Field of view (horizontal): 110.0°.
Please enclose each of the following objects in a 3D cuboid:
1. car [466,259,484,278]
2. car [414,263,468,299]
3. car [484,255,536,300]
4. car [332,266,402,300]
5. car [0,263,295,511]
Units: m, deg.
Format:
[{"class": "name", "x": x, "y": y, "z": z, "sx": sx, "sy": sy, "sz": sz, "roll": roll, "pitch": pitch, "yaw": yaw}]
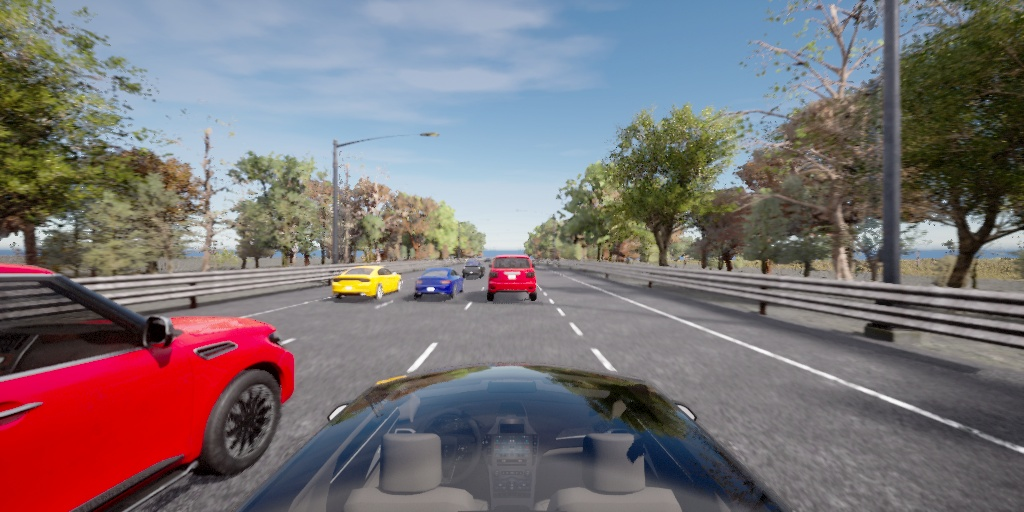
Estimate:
[{"class": "car", "x": -3.505, "y": 1.241, "z": 33.440, "sx": 2.128, "sy": 1.511, "sz": 4.902, "roll": 0, "pitch": 0, "yaw": 0}, {"class": "car", "x": -3.504, "y": 1.275, "z": 17.769, "sx": 1.812, "sy": 1.442, "sz": 4.674, "roll": 0, "pitch": 0, "yaw": 0}, {"class": "car", "x": -0.002, "y": 0.971, "z": 17.763, "sx": 2.150, "sy": 2.045, "sz": 5.566, "roll": 0, "pitch": 0, "yaw": 0}, {"class": "car", "x": -7.002, "y": 1.227, "z": 17.846, "sx": 1.882, "sy": 1.535, "sz": 5.008, "roll": 0, "pitch": 0, "yaw": 0}, {"class": "car", "x": -3.499, "y": 0.972, "z": 1.622, "sx": 2.150, "sy": 2.045, "sz": 5.566, "roll": 0, "pitch": 0, "yaw": 0}]
